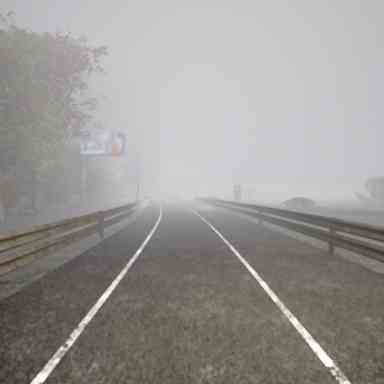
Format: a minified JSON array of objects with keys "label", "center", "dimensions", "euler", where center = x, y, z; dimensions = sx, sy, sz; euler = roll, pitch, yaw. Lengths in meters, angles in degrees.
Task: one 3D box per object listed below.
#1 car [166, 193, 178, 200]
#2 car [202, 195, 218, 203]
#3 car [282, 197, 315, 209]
[{"label":"car","center":[-5.553,1.226,93.244],"dimensions":[2.150,2.045,5.566],"euler":[0,0,-20]},{"label":"car","center":[3.649,1.434,67.791],"dimensions":[1.837,1.490,4.892],"euler":[0,0,-20]},{"label":"car","center":[13.165,1.349,41.460],"dimensions":[1.837,1.490,4.892],"euler":[0,0,-20]}]
